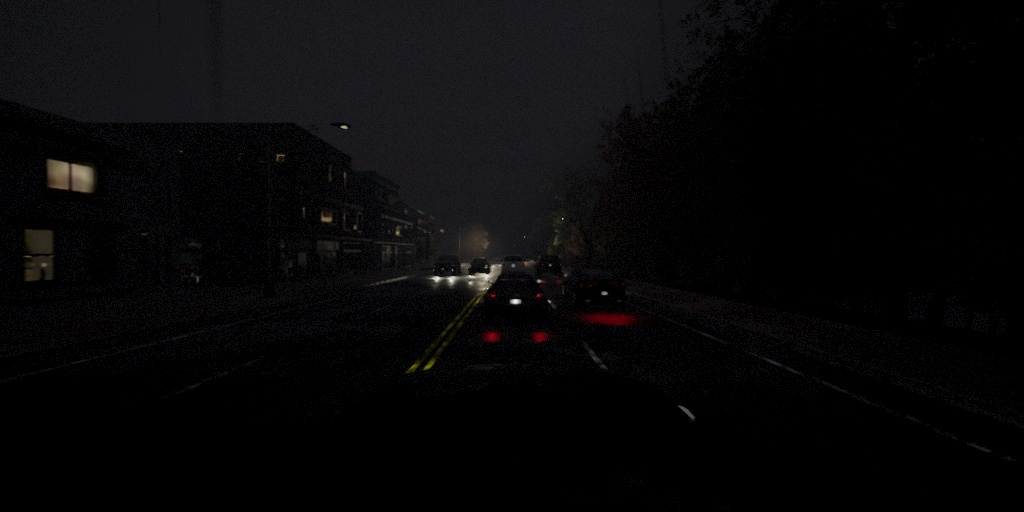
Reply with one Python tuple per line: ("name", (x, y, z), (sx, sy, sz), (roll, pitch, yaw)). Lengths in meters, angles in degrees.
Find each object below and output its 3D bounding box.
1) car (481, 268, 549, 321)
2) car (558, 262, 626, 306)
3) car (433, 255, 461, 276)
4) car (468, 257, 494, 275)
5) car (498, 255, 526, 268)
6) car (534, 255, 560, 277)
("car", (0.105, 1.290, 12.406), (1.994, 1.385, 4.181), (0, 0, 0))
("car", (3.356, 1.196, 15.454), (1.882, 1.535, 5.008), (0, 0, 0))
("car", (-6.577, 0.891, 36.840), (2.150, 2.045, 5.566), (0, 0, 0))
("car", (-3.324, 1.021, 37.078), (2.097, 1.767, 4.553), (0, 0, 0))
("car", (0.114, 0.898, 34.097), (2.150, 2.045, 5.566), (0, 0, 0))
("car", (3.365, 0.897, 34.104), (2.150, 2.045, 5.566), (0, 0, 0))
